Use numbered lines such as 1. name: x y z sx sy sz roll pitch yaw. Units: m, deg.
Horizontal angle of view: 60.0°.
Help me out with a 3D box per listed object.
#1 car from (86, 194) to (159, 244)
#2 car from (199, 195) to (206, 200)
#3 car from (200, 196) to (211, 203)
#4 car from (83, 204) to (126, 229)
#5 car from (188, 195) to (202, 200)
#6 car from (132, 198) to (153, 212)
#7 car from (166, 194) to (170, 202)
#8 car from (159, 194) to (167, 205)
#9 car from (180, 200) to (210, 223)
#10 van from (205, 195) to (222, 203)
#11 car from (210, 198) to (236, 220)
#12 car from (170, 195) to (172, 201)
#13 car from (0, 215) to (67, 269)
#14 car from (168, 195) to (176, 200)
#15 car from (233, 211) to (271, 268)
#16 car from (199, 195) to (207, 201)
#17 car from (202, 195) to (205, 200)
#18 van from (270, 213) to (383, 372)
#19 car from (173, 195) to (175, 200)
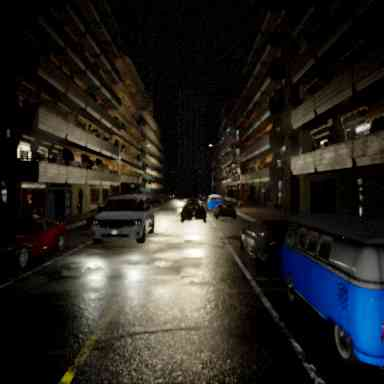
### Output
1. car: -3.082 1.185 15.993 2.150 2.045 5.566 0 1 0
2. car: 2.744 1.407 88.559 1.752 1.417 4.829 -1 0 0
3. car: 2.729 1.456 66.295 2.008 1.369 4.403 -1 0 0
4. car: -5.682 1.545 22.127 1.802 1.307 4.206 0 0 0
5. car: 0.131 1.456 46.025 1.812 1.442 4.674 0 0 0
6. car: -5.672 1.465 38.527 1.752 1.417 4.829 0 0 0
7. car: -5.656 1.455 60.791 1.887 1.381 4.507 0 0 0
8. car: -5.659 1.483 55.267 1.947 1.339 4.313 0 0 0
9. car: 0.119 1.559 25.322 1.895 1.301 4.718 0 0 0
10. van: 2.708 1.281 38.679 1.690 1.788 3.998 -1 0 0
11. car: 2.702 1.480 27.801 1.752 1.417 4.829 0 0 0
12. car: -5.652 1.449 66.315 1.887 1.381 4.507 0 0 0
13. car: -5.690 1.525 11.080 1.887 1.381 4.507 0 0 0
14. car: -5.633 1.442 93.932 1.947 1.339 4.313 -1 0 0
15. car: 2.691 1.547 11.062 1.947 1.339 4.313 0 0 0
16. car: 2.740 1.438 82.866 2.008 1.369 4.403 -1 0 0
17. car: 2.725 1.462 60.772 2.008 1.369 4.403 -1 0 0
18. van: 2.685 1.332 5.537 1.690 1.788 3.998 0 0 0
19. car: -5.646 1.332 77.361 1.967 1.590 4.097 -1 0 0
